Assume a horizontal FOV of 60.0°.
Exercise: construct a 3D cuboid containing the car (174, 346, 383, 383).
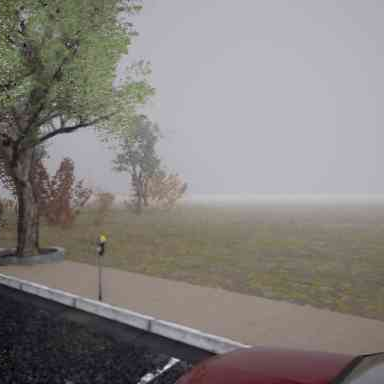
[{"bbox_3d":[1.649,1.579,1.700,4.206,1.307,1.802,0,1,35],"label":"car"}]
